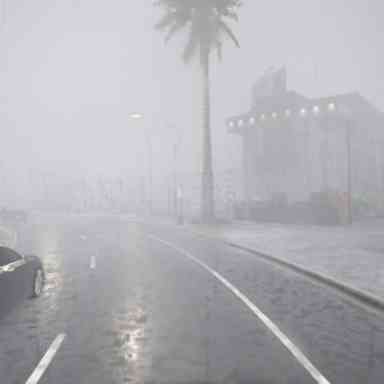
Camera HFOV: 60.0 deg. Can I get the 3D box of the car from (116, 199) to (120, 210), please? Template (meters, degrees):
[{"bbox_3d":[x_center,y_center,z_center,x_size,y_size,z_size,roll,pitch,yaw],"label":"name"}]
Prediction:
[{"bbox_3d":[-12.855,2.052,56.388,4.553,1.767,2.185,-1,-1,41],"label":"car"}]

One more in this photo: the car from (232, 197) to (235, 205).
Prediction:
[{"bbox_3d":[7.292,2.005,54.113,4.674,1.452,2.002,-1,-1,41],"label":"car"}]

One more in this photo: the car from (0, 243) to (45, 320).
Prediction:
[{"bbox_3d":[-4.114,1.615,5.840,1.837,1.490,4.892,0,-1,-8],"label":"car"}]

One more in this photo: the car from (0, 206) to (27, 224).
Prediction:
[{"bbox_3d":[-16.633,1.995,30.162,1.882,1.535,5.008,0,-1,-45],"label":"car"}]
